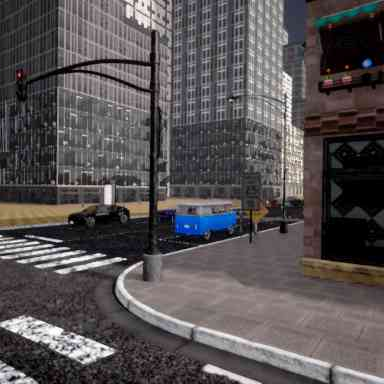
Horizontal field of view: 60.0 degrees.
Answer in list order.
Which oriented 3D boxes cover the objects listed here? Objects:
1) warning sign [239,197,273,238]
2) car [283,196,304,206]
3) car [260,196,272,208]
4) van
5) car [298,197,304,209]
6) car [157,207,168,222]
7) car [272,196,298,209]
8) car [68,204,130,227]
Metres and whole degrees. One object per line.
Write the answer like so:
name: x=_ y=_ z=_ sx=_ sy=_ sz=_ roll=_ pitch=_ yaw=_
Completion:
warning sign: x=3.109 y=1.177 z=16.137 sx=1.300 sy=1.860 sz=1.060 roll=1 pitch=1 yaw=35
car: x=16.380 y=1.364 z=53.299 sx=1.752 sy=1.417 sz=4.829 roll=1 pitch=1 yaw=35
car: x=10.057 y=1.293 z=44.425 sx=1.967 sy=1.590 sz=4.097 roll=1 pitch=1 yaw=35
van: x=0.828 y=1.368 z=17.033 sx=1.690 sy=1.788 sz=3.998 roll=1 pitch=1 yaw=35
car: x=15.553 y=1.415 z=42.260 sx=1.882 sy=1.535 sz=5.008 roll=1 pitch=1 yaw=36
car: x=-0.997 y=1.531 z=24.457 sx=1.895 sy=1.301 sz=4.718 roll=1 pitch=1 yaw=35
car: x=12.783 y=1.384 z=43.710 sx=2.128 sy=1.511 sz=4.902 roll=1 pitch=1 yaw=36
car: x=-5.999 y=1.467 z=21.900 sx=1.947 sy=1.339 sz=4.313 roll=1 pitch=1 yaw=35
